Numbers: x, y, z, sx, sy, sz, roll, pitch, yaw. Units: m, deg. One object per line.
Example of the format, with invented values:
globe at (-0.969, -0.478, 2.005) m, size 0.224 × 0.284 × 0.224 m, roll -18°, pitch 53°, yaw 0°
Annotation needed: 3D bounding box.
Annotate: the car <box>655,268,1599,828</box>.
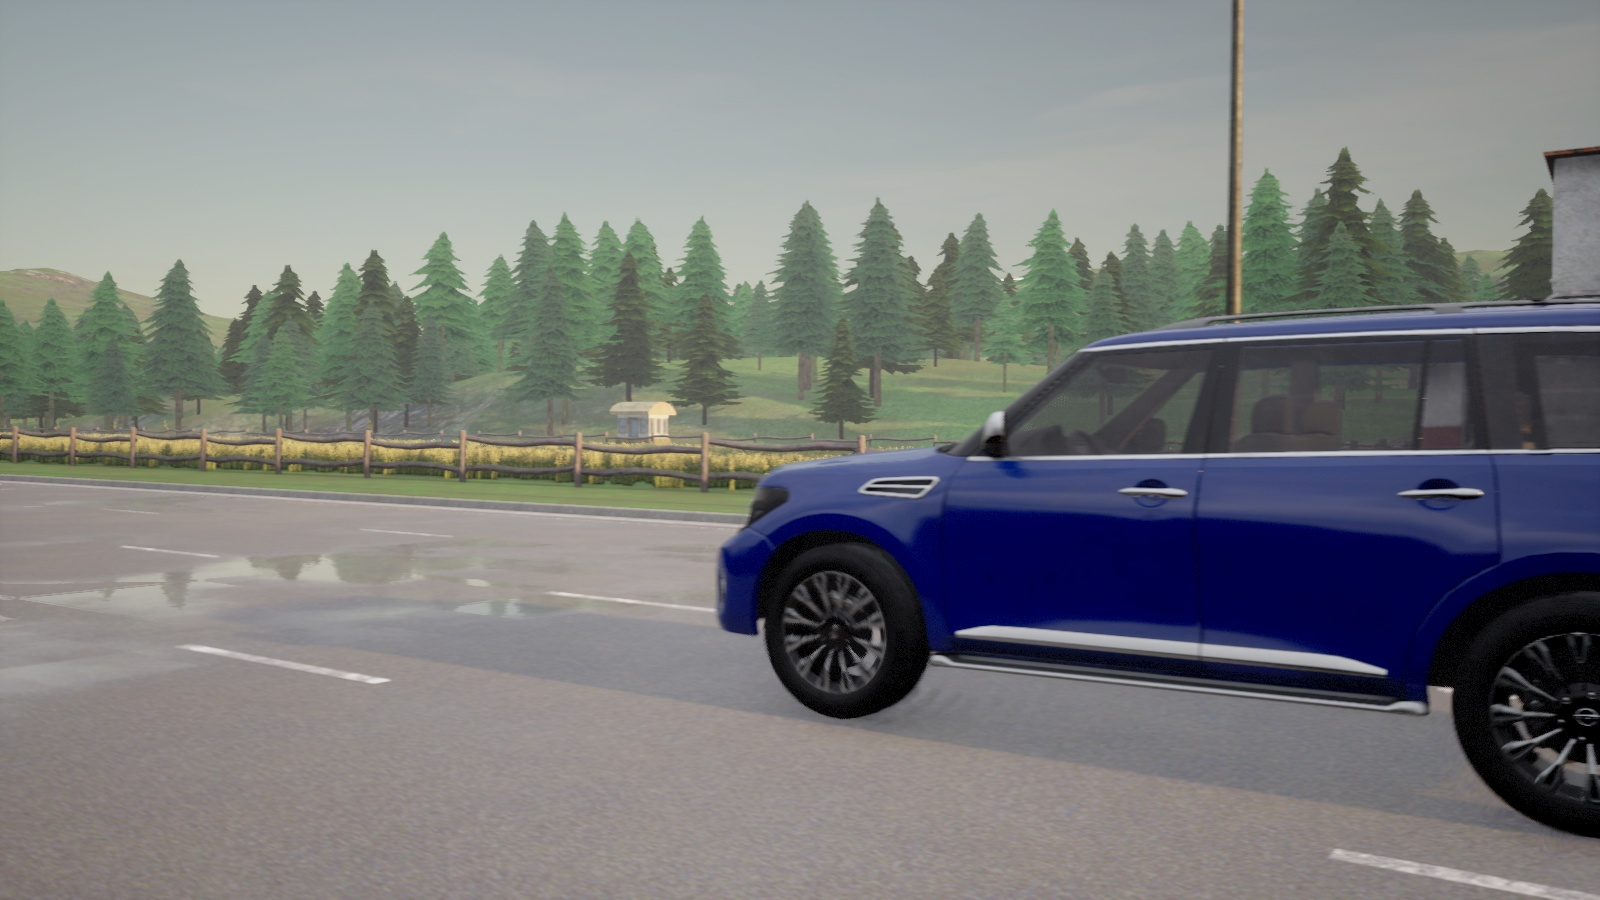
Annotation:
car at (2.109, 0.343, 6.418) m, size 5.566 × 2.045 × 2.150 m, roll 0°, pitch 1°, yaw 34°
